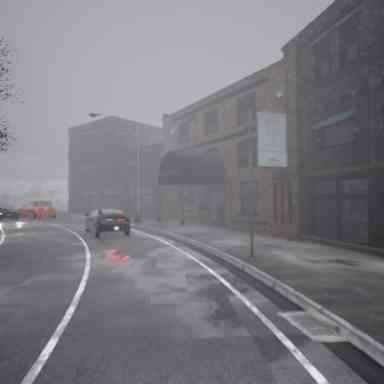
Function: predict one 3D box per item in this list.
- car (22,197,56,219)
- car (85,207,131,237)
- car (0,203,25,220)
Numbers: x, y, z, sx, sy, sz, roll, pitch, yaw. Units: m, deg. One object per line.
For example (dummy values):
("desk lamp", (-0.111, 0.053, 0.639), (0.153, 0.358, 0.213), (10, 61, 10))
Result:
("car", (-15.067, 1.618, 32.112), (4.553, 1.767, 2.097), (-1, -1, 42))
("car", (-4.919, 1.640, 19.118), (1.837, 1.490, 4.892), (1, -1, -26))
("car", (-17.044, 1.713, 29.524), (5.008, 1.535, 1.882), (-1, -1, 42))
